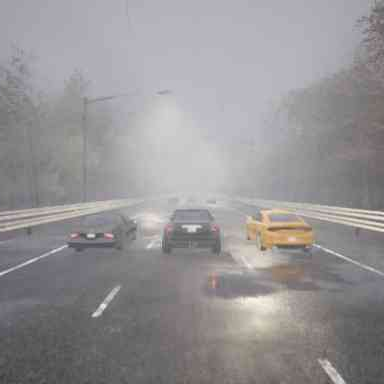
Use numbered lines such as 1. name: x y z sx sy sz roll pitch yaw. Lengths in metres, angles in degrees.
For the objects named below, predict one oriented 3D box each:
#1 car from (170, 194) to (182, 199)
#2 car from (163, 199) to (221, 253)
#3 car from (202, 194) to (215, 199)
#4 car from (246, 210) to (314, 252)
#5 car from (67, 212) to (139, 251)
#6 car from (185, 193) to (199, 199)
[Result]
1. car: -3.520 1.511 67.346 1.882 1.535 5.008 0 0 0
2. car: -0.005 1.366 13.940 2.097 1.767 4.553 0 0 0
3. car: 3.477 1.582 63.103 2.033 1.411 5.357 0 0 0
4. car: 3.495 1.493 14.062 1.882 1.535 5.008 0 0 0
5. car: -3.504 1.562 14.036 2.033 1.411 5.357 0 0 0
6. car: -0.025 1.584 77.116 1.994 1.385 4.181 0 0 0
